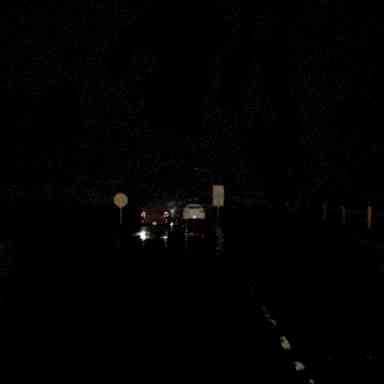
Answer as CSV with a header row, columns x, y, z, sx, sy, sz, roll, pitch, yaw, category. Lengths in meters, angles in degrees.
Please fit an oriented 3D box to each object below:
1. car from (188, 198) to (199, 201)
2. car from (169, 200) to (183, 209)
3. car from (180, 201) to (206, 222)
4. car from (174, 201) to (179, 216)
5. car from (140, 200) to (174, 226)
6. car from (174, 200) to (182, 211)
x,y,z,sx,sy,sz,roll,pitch,yaw,category
0.352,2.056,67.922,1.837,1.490,4.892,0,0,0,car
-2.536,2.015,54.044,1.994,1.385,4.181,0,0,1,car
0.205,1.771,28.626,1.812,1.442,4.674,0,0,0,car
-2.664,1.897,34.557,1.895,1.301,4.718,0,0,0,car
-2.628,1.570,24.986,2.097,1.767,4.553,0,0,-2,car
-2.601,1.974,44.148,1.895,1.301,4.718,0,0,0,car
